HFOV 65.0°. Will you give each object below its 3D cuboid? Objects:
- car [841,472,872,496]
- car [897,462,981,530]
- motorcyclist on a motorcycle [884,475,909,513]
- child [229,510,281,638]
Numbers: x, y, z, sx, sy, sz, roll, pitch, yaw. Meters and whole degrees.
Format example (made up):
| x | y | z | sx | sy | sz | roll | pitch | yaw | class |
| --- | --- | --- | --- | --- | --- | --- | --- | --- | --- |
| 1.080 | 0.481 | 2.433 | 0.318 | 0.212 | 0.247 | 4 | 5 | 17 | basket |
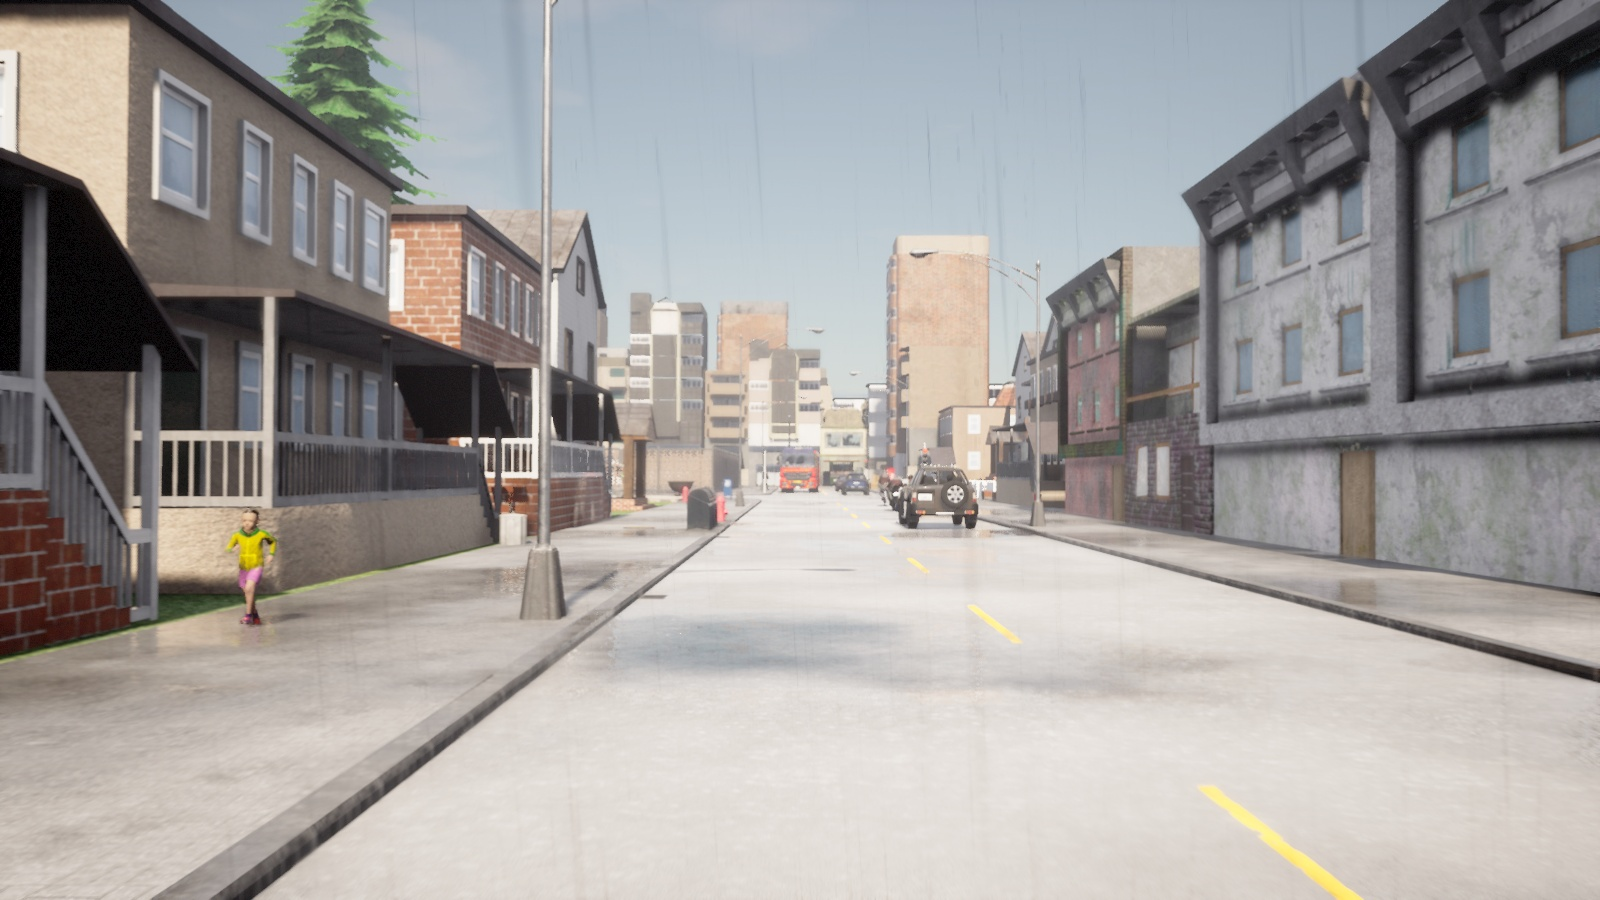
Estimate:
| x | y | z | sx | sy | sz | roll | pitch | yaw | class |
| --- | --- | --- | --- | --- | --- | --- | --- | --- | --- |
| 4.026 | 2.430 | 90.433 | 2.033 | 1.649 | 4.856 | 0 | -1 | 0 | car |
| 3.998 | 1.310 | 36.801 | 1.932 | 1.855 | 4.605 | 0 | -1 | 0 | car |
| 3.997 | 1.815 | 52.072 | 0.866 | 1.530 | 2.191 | 0 | -1 | 0 | motorcyclist on a motorcycle |
| -5.106 | 1.148 | 11.779 | 0.299 | 1.160 | 0.473 | 0 | -1 | -3 | child |
